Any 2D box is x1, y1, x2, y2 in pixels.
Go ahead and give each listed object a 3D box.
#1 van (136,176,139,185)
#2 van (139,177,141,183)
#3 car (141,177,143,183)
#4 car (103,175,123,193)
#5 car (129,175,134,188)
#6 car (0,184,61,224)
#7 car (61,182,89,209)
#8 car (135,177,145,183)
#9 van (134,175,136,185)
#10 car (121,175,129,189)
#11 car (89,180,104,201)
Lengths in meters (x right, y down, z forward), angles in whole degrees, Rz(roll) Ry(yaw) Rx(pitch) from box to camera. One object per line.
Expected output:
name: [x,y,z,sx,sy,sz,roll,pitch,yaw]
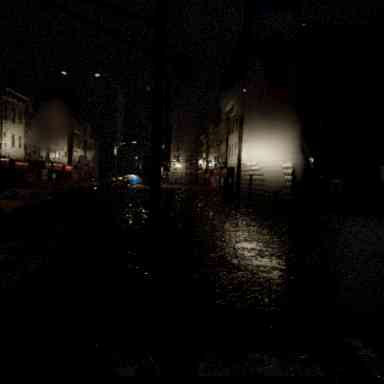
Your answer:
van: [-11.014,-2.089,59.544,1.690,1.788,3.998,2,3,-4]
van: [-11.440,-2.378,65.126,1.690,1.788,3.998,2,3,-4]
car: [-12.288,-2.759,76.130,1.752,1.417,4.829,2,3,-4]
car: [-9.315,-0.826,37.222,1.967,1.590,4.097,2,3,-4]
car: [-10.161,-1.535,48.379,2.192,1.841,5.009,2,3,-4]
car: [-7.603,0.452,14.732,1.752,1.417,4.829,3,3,-4]
car: [-8.042,0.163,20.483,1.887,1.381,4.507,3,3,-4]
car: [-12.729,-3.013,81.883,1.947,1.339,4.313,2,3,-4]
van: [-10.588,-1.799,53.963,1.690,1.788,3.998,2,3,-4]
car: [-9.741,-1.118,42.803,1.967,1.590,4.097,2,3,-4]
car: [-8.470,-0.096,26.066,1.802,1.307,4.206,3,3,-4]
